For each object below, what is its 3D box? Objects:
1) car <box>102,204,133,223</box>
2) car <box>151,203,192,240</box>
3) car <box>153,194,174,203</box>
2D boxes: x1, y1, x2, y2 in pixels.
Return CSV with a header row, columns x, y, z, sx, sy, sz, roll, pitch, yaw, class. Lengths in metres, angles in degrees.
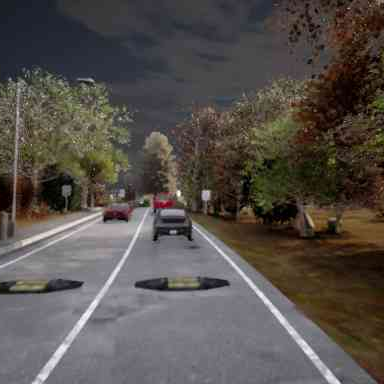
x,y,z,sx,sy,sz,roll,pitch,yaw,class
-5.613,1.593,25.439,1.895,1.301,4.718,0,0,-6,car
-1.051,1.519,17.148,1.837,1.490,4.892,0,0,-5,car
-3.210,1.232,37.524,2.150,2.045,5.566,0,0,-7,car
